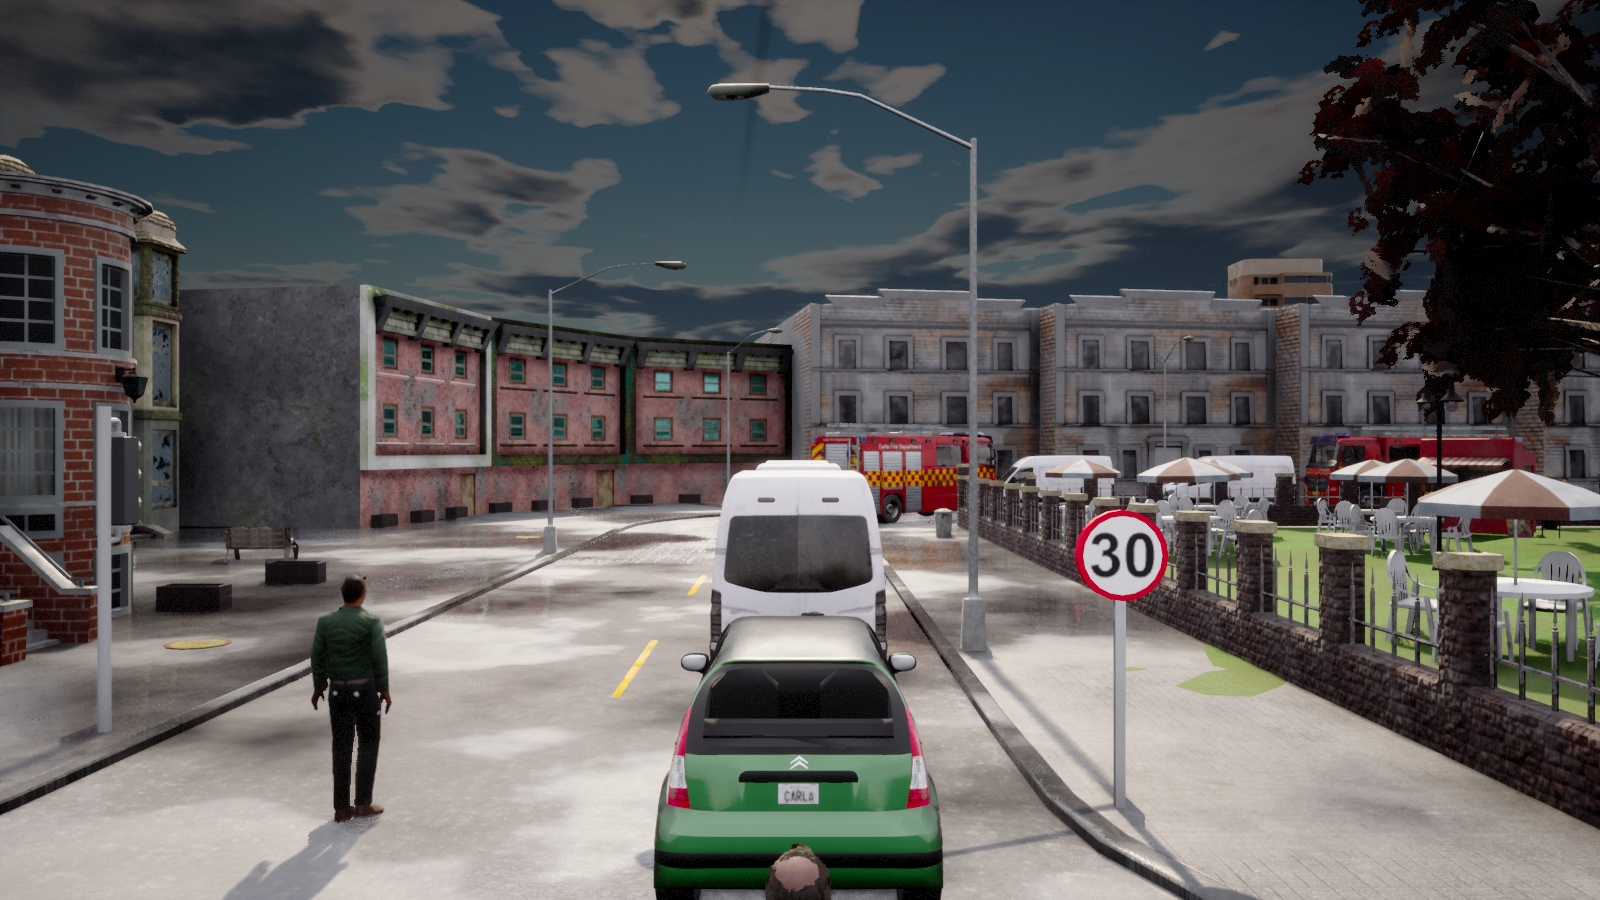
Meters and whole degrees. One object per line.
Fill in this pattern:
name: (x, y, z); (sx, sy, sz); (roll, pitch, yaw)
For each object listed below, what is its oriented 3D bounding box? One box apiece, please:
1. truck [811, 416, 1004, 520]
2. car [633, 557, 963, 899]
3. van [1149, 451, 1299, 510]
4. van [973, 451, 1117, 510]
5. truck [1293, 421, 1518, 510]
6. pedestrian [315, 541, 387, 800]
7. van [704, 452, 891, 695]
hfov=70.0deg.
truck: (4.502, 0.672, 46.247); (8.468, 3.827, 2.891); (0, 0, -43)
car: (-0.015, 1.779, 8.404); (1.851, 1.617, 3.988); (0, 0, 0)
van: (18.656, 1.314, 50.452); (5.915, 2.561, 1.988); (0, 0, 0)
van: (10.768, 1.314, 50.430); (5.915, 2.561, 1.988); (0, 0, 0)
truck: (26.739, 0.670, 50.713); (8.468, 3.827, 2.891); (0, 0, 0)
pedestrian: (-3.350, 1.628, 8.543); (0.375, 1.860, 0.375); (0, 0, 5)
van: (-0.025, 1.315, 15.105); (1.988, 2.561, 5.915); (0, 0, 0)
